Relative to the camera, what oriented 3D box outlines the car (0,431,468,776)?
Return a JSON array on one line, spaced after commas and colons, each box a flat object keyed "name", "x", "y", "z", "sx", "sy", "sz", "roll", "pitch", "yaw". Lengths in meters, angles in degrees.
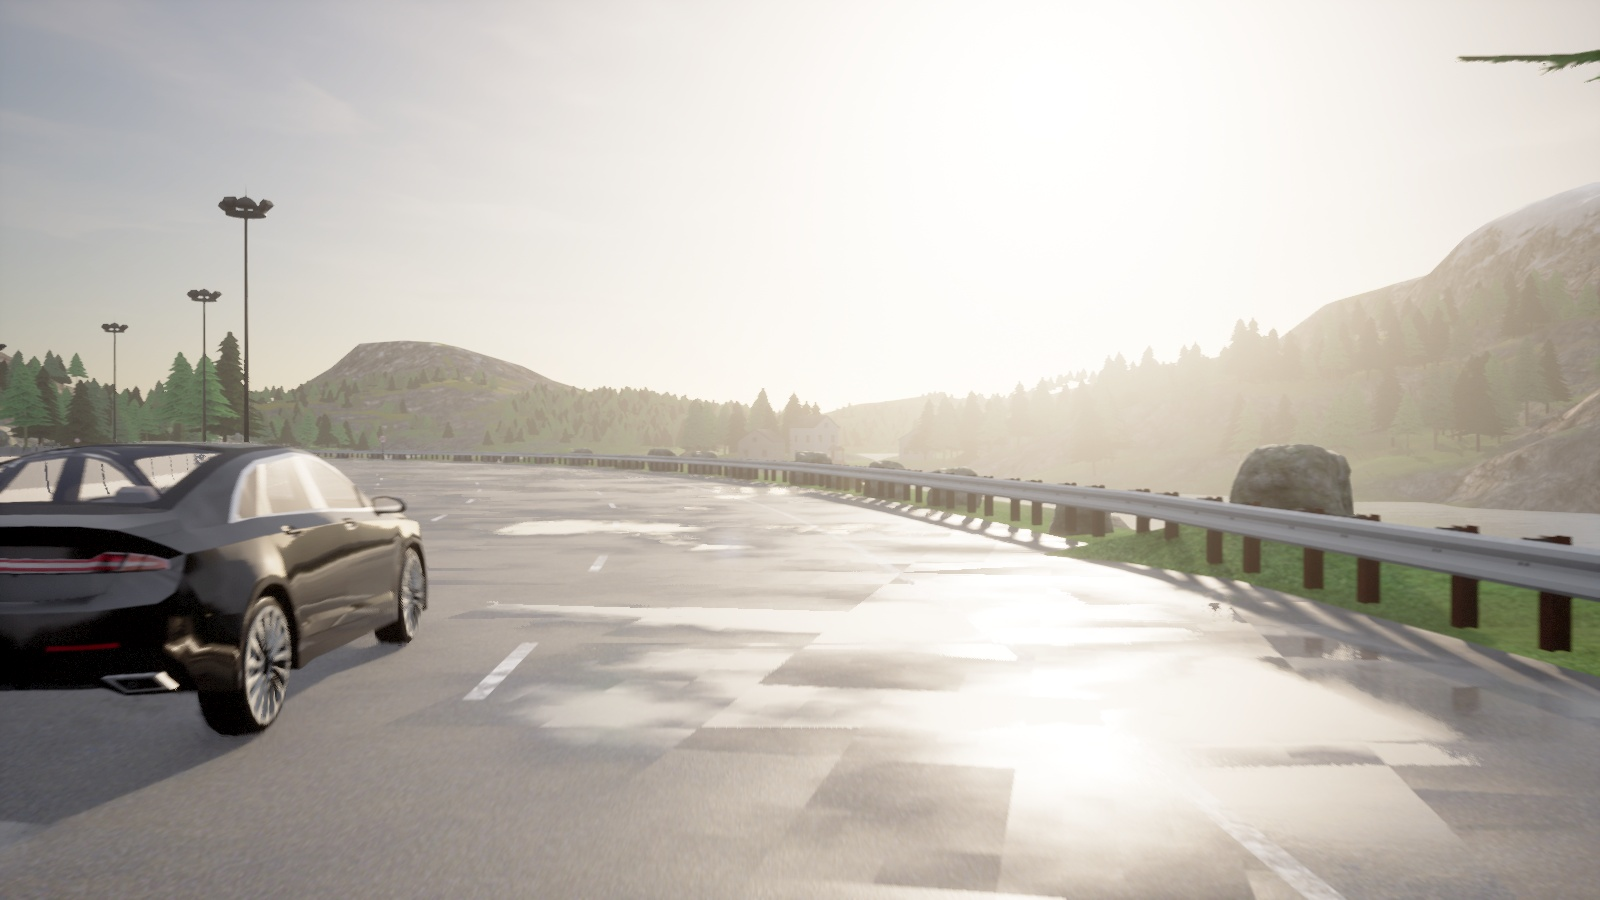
[{"name": "car", "x": -3.701, "y": 0.656, "z": 7.939, "sx": 2.128, "sy": 1.511, "sz": 4.902, "roll": 0, "pitch": 0, "yaw": -3}]
